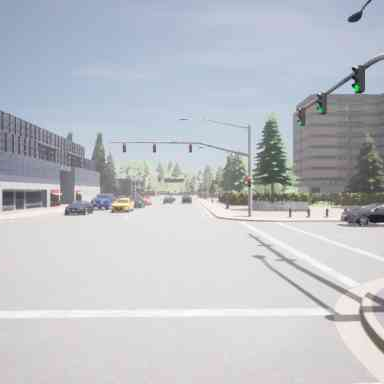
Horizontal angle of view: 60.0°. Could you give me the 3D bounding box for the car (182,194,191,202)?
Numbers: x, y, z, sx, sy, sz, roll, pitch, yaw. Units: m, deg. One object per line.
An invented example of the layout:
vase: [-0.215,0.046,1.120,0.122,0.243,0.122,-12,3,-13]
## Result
car: [-1.213,1.355,74.976,2.097,1.767,4.553,0,0,-1]

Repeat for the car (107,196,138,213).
car: [-7.806,1.478,37.817,1.882,1.535,5.008,0,0,-1]

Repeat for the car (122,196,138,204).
car: [-11.595,1.492,62.937,2.128,1.511,4.902,0,0,0]

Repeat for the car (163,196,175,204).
car: [-4.573,1.547,64.587,2.033,1.411,5.357,0,0,-1]

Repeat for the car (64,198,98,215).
car: [-11.242,1.564,33.426,1.994,1.385,4.181,0,0,-1]

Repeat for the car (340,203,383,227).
car: [12.502,1.492,22.191,4.902,1.511,2.128,0,0,-1]

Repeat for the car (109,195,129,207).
car: [-11.499,1.352,52.678,2.097,1.767,4.553,0,0,-1]

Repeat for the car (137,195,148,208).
car: [-7.929,1.352,47.054,2.097,1.767,4.553,0,0,-1]

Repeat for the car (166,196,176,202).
car: [-4.718,1.510,75.222,1.895,1.301,4.718,0,0,-1]

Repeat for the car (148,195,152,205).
car: [-8.050,1.352,57.168,2.097,1.767,4.553,0,0,-1]

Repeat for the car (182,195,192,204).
car: [-0.976,1.505,64.910,1.837,1.490,4.892,0,0,-1]

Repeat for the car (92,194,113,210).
car: [-11.375,1.222,42.778,2.150,2.045,5.566,0,0,-1]
